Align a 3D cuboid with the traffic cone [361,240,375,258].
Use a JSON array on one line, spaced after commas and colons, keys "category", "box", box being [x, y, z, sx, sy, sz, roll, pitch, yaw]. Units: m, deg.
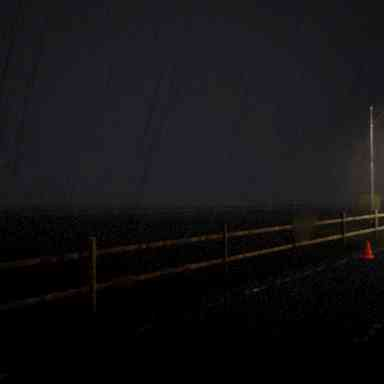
[{"category": "traffic cone", "box": [6.273, 2.021, 11.870, 0.340, 0.580, 0.340, 0, -1, -42]}]
